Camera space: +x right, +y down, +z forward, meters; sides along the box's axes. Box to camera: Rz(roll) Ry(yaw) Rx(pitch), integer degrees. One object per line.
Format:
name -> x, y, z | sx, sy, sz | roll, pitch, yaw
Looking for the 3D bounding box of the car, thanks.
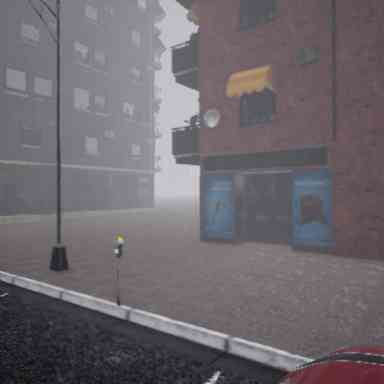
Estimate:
car -> 2.138, 1.438, 1.351 | 4.097, 1.590, 1.967 | 0, 0, 36
